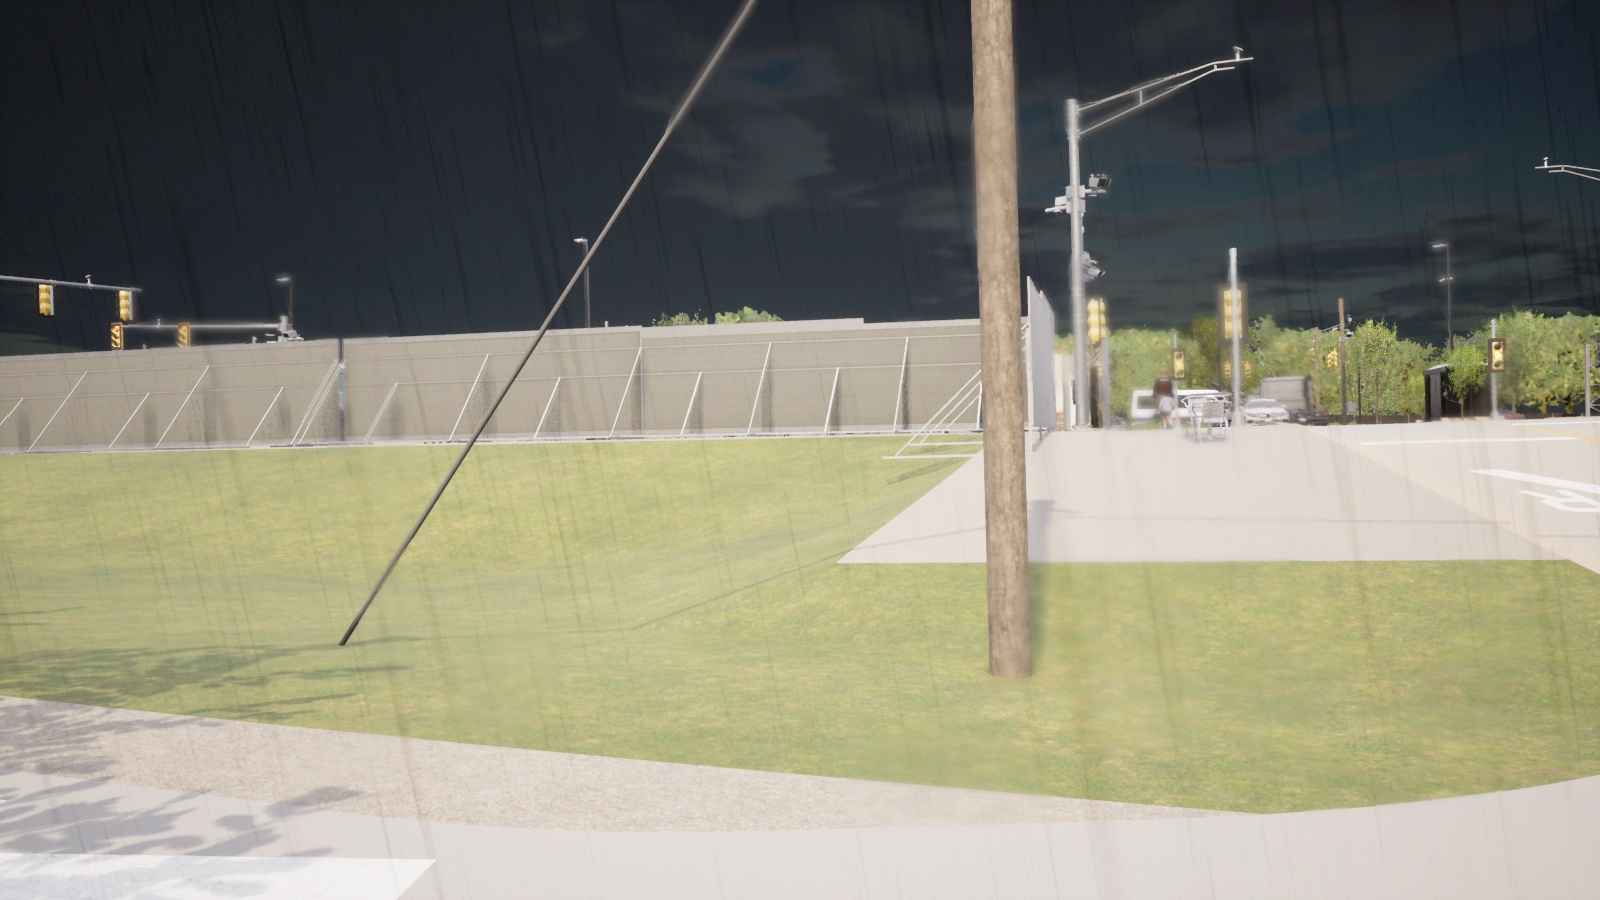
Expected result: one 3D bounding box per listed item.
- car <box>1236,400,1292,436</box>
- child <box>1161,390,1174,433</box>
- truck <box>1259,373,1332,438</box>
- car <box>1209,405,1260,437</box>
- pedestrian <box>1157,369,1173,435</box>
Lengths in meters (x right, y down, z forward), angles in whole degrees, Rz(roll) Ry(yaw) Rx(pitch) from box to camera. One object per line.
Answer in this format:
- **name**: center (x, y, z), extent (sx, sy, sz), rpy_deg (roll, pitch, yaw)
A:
- **car**: center (20.679, -1.396, 56.103), extent (1.812, 1.442, 4.674), rpy_deg (-1, 0, 14)
- **child**: center (9.632, -1.010, 32.904), extent (0.255, 1.110, 0.394), rpy_deg (-1, 0, 8)
- **truck**: center (29.000, -2.507, 73.824), extent (2.891, 3.462, 7.936), rpy_deg (-1, 0, 14)
- **car**: center (24.277, -1.586, 70.314), extent (2.242, 1.667, 4.611), rpy_deg (-1, 0, 14)
- **pedestrian**: center (10.421, -1.365, 35.841), extent (0.376, 1.854, 0.720), rpy_deg (-1, 0, 18)
